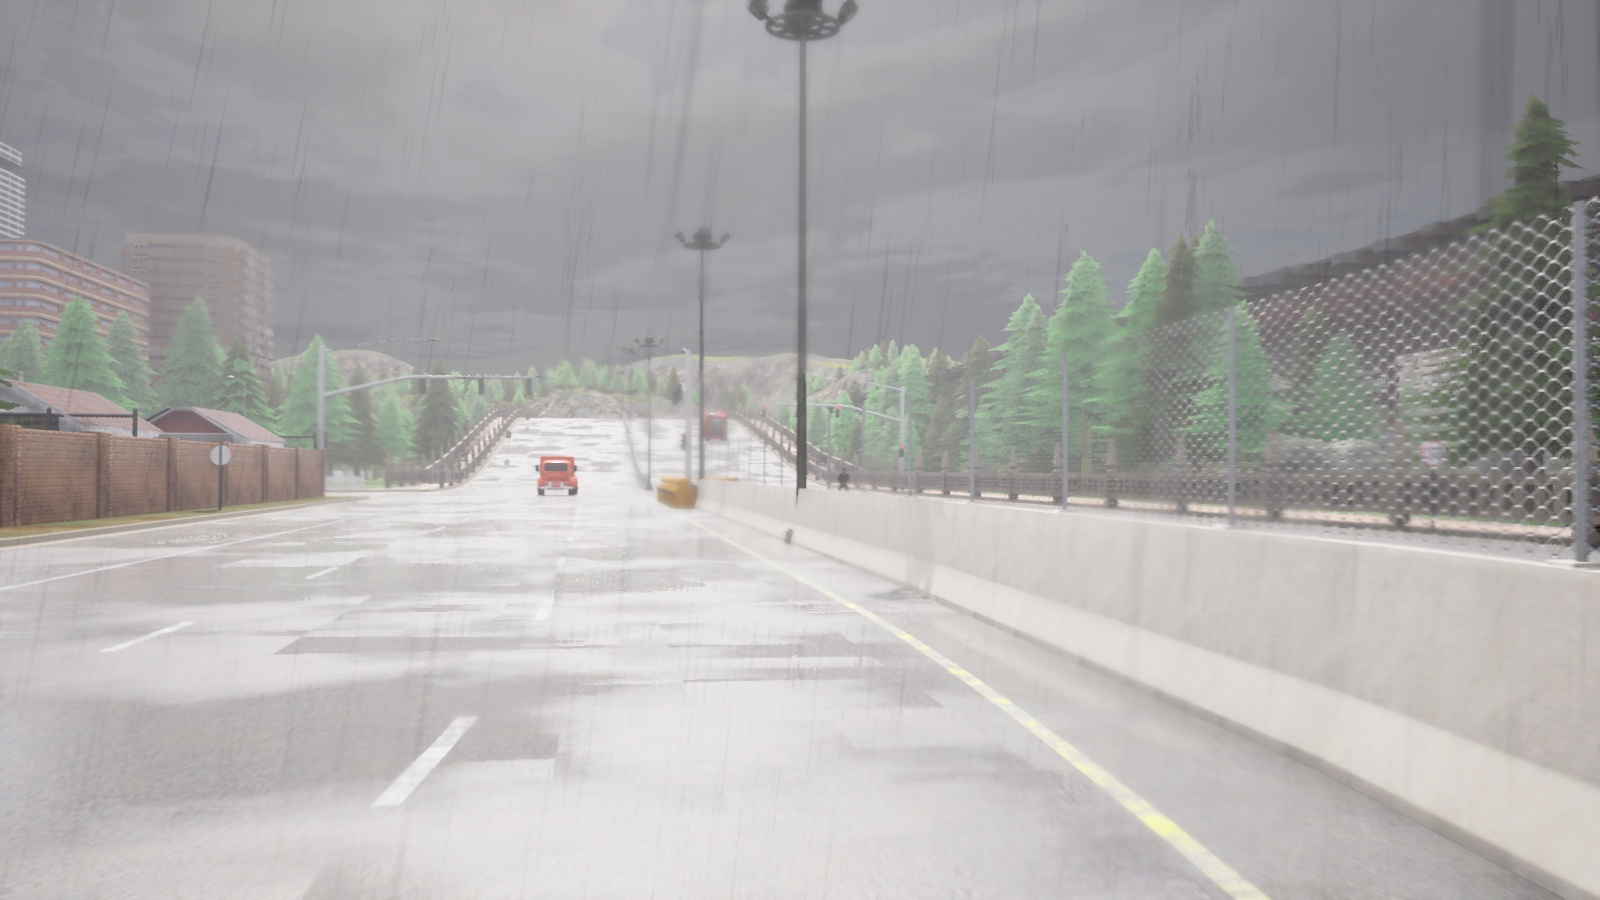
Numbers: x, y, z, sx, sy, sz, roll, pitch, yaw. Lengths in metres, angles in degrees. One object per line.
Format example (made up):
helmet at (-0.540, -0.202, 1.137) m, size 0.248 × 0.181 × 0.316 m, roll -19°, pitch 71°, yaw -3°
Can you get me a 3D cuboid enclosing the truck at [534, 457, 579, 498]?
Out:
truck at (-15.233, 1.712, 78.698) m, size 2.627 × 2.467 × 5.204 m, roll 0°, pitch -1°, yaw -9°
